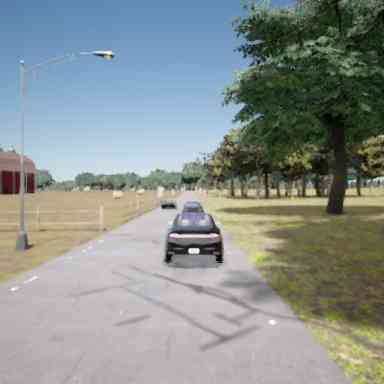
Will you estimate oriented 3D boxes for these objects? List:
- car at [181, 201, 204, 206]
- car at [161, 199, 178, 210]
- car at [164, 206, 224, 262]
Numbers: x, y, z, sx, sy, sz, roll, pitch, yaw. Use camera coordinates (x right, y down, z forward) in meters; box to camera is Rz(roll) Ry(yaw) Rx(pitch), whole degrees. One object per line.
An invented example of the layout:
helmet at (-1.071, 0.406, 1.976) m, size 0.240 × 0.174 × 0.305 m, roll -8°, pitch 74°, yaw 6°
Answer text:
car at (0.075, 1.514, 28.068) m, size 1.812 × 1.442 × 4.674 m, roll 0°, pitch 0°, yaw 0°
car at (-2.845, 1.571, 42.006) m, size 1.895 × 1.301 × 4.718 m, roll 0°, pitch 0°, yaw 0°
car at (0.072, 1.488, 12.039) m, size 2.128 × 1.511 × 4.902 m, roll 0°, pitch 0°, yaw 0°
